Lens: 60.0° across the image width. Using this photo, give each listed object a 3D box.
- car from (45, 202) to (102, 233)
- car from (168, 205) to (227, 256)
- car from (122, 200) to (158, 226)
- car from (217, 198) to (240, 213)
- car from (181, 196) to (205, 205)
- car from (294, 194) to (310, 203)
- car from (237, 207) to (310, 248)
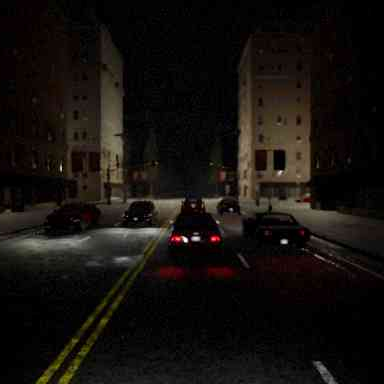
[{"bbox_3d":[-6.597,1.344,18.977,1.882,1.535,5.008,0,0,0],"label":"car"},{"bbox_3d":[0.103,1.458,12.642,2.033,1.411,5.357,0,0,0],"label":"car"},{"bbox_3d":[-3.345,1.351,22.101,1.837,1.490,4.892,0,0,0],"label":"car"},{"bbox_3d":[3.352,1.310,30.695,1.812,1.442,4.674,0,0,0],"label":"car"},{"bbox_3d":[0.101,1.146,29.236,2.097,1.767,4.553,0,0,0],"label":"car"},{"bbox_3d":[18.917,1.034,54.487,4.097,1.590,1.967,0,1,0],"label":"car"},{"bbox_3d":[3.349,1.500,14.276,1.895,1.301,4.718,0,0,0],"label":"car"}]
